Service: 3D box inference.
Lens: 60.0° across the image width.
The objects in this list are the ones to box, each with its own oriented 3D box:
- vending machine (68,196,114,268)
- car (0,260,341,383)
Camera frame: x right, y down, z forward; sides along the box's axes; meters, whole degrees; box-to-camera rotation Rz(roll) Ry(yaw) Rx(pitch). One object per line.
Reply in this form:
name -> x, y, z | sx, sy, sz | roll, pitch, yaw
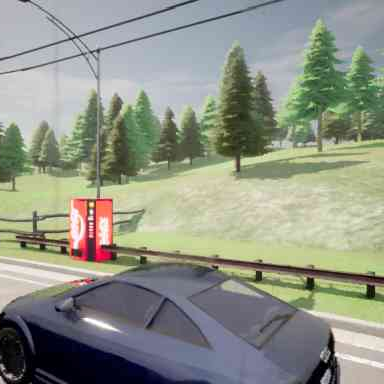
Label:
vending machine -> -3.180, 1.195, 10.516 | 0.880, 2.100, 1.100 | 0, 0, 30
car -> -0.517, 1.565, 3.977 | 4.181, 1.385, 1.994 | 0, 0, 33
